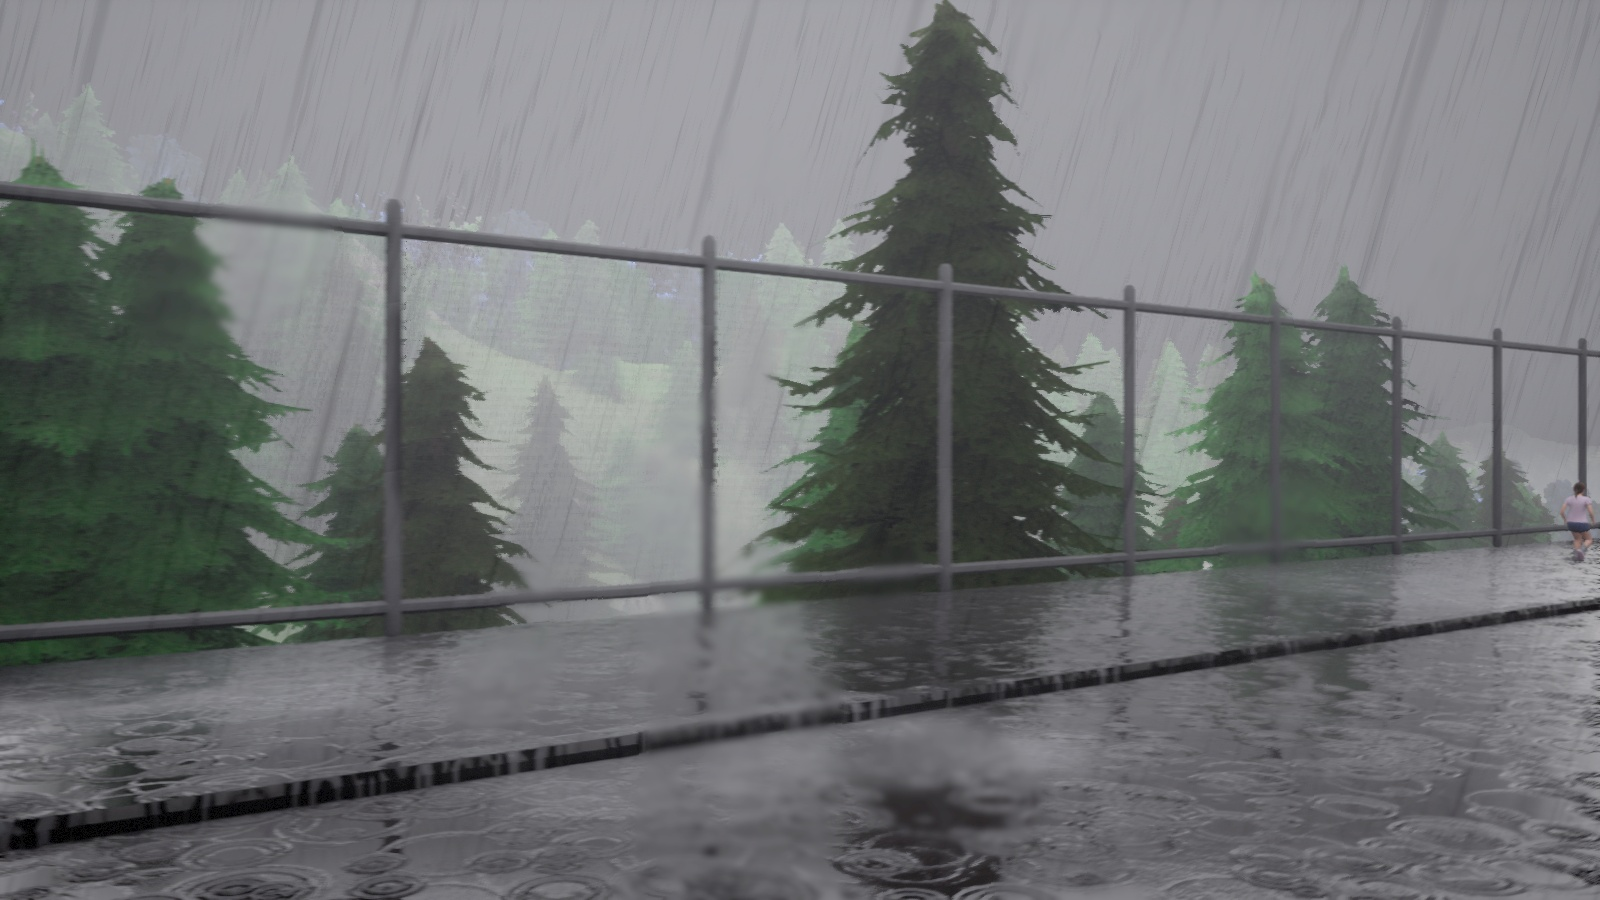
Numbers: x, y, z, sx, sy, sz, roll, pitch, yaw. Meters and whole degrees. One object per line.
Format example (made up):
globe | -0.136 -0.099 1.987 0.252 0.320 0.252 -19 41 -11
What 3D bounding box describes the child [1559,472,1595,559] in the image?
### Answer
child | 10.200 0.854 16.478 0.394 1.110 0.255 0 0 -34
